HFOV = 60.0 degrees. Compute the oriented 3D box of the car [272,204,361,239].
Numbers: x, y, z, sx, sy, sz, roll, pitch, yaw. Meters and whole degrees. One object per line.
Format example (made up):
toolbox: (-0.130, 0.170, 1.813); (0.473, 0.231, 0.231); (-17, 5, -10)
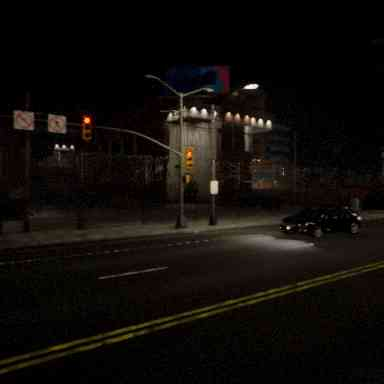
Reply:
car: (6.594, 1.447, 16.921); (4.892, 1.490, 1.837); (0, 0, -32)
